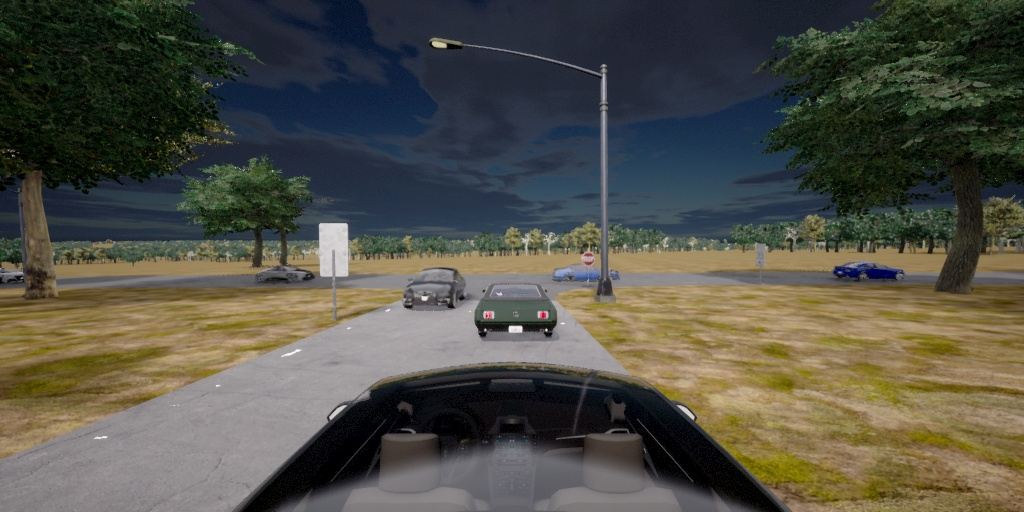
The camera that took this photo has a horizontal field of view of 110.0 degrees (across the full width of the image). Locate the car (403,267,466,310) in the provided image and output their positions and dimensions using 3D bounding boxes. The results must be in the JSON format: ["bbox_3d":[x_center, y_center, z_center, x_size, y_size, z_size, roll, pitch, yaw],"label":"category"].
[{"bbox_3d":[-3.026,1.246,14.797,1.837,1.490,4.892,0,0,0],"label":"car"}]

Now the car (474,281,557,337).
[{"bbox_3d":[0.083,1.344,10.214,1.895,1.301,4.718,0,0,0],"label":"car"}]

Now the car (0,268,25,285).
[{"bbox_3d":[-45.231,1.804,31.895,4.181,1.385,1.994,-1,2,6],"label":"car"}]

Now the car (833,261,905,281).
[{"bbox_3d":[29.378,1.205,29.552,5.008,1.535,1.882,0,2,-2],"label":"car"}]

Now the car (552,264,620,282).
[{"bbox_3d":[5.930,1.327,29.106,5.357,1.411,2.033,0,2,1],"label":"car"}]

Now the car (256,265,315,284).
[{"bbox_3d":[-18.794,1.493,29.771,4.181,1.385,1.994,0,2,3],"label":"car"}]
